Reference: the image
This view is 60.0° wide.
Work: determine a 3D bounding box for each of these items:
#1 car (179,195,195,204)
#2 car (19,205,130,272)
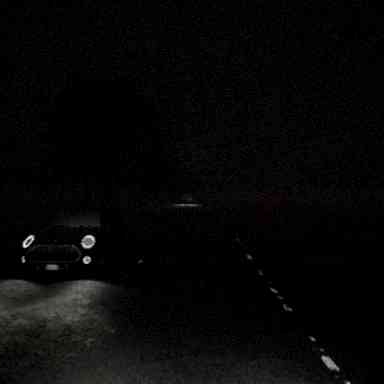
[{"bbox_3d":[-0.694,1.131,51.659,1.812,1.442,4.674,0,0,6],"label":"car"},{"bbox_3d":[-3.418,1.267,10.516,2.097,1.767,4.553,0,0,2],"label":"car"}]
